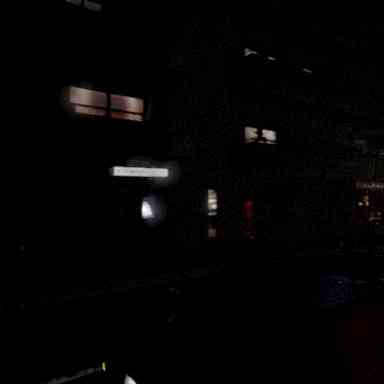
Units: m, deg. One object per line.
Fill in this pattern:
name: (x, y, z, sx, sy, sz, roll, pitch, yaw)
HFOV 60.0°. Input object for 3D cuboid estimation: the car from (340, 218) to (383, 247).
car: (6.758, 1.594, 11.385, 4.403, 1.369, 2.008, 0, 0, -35)

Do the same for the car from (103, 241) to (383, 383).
car: (1.081, 1.575, 4.145, 4.181, 1.385, 1.994, 0, 0, -35)
